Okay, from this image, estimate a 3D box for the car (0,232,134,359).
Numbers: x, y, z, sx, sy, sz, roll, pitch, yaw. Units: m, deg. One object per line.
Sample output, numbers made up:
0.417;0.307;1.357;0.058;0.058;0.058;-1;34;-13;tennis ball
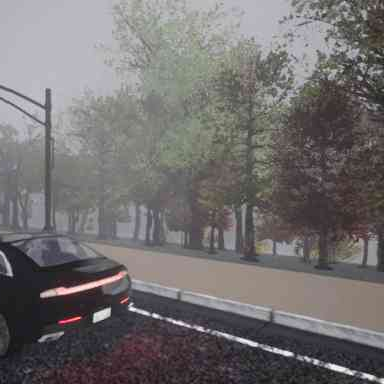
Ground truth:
-3.235;1.488;5.988;4.902;1.511;2.128;0;0;35;car
